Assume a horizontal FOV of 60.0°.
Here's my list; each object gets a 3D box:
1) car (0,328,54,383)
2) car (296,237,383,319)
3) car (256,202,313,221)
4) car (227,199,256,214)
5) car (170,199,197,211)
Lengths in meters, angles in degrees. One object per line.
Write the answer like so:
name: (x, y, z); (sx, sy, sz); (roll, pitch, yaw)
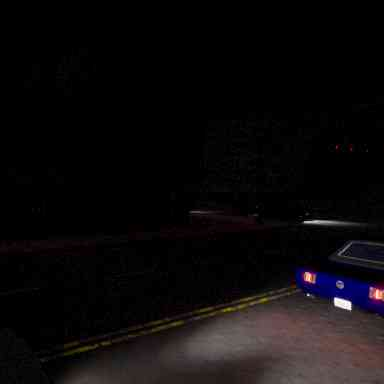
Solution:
car: (-3.115, 1.601, 1.530); (4.718, 1.301, 1.895); (0, 0, -35)
car: (4.368, 1.601, 6.885); (4.718, 1.301, 1.895); (0, 0, -35)
car: (7.773, 1.564, 27.418); (1.994, 1.385, 4.181); (0, 0, -36)
car: (5.860, 1.505, 36.042); (1.837, 1.490, 4.892); (0, 0, -36)
car: (-1.569, 1.547, 40.403); (2.033, 1.411, 5.357); (0, 0, -36)
